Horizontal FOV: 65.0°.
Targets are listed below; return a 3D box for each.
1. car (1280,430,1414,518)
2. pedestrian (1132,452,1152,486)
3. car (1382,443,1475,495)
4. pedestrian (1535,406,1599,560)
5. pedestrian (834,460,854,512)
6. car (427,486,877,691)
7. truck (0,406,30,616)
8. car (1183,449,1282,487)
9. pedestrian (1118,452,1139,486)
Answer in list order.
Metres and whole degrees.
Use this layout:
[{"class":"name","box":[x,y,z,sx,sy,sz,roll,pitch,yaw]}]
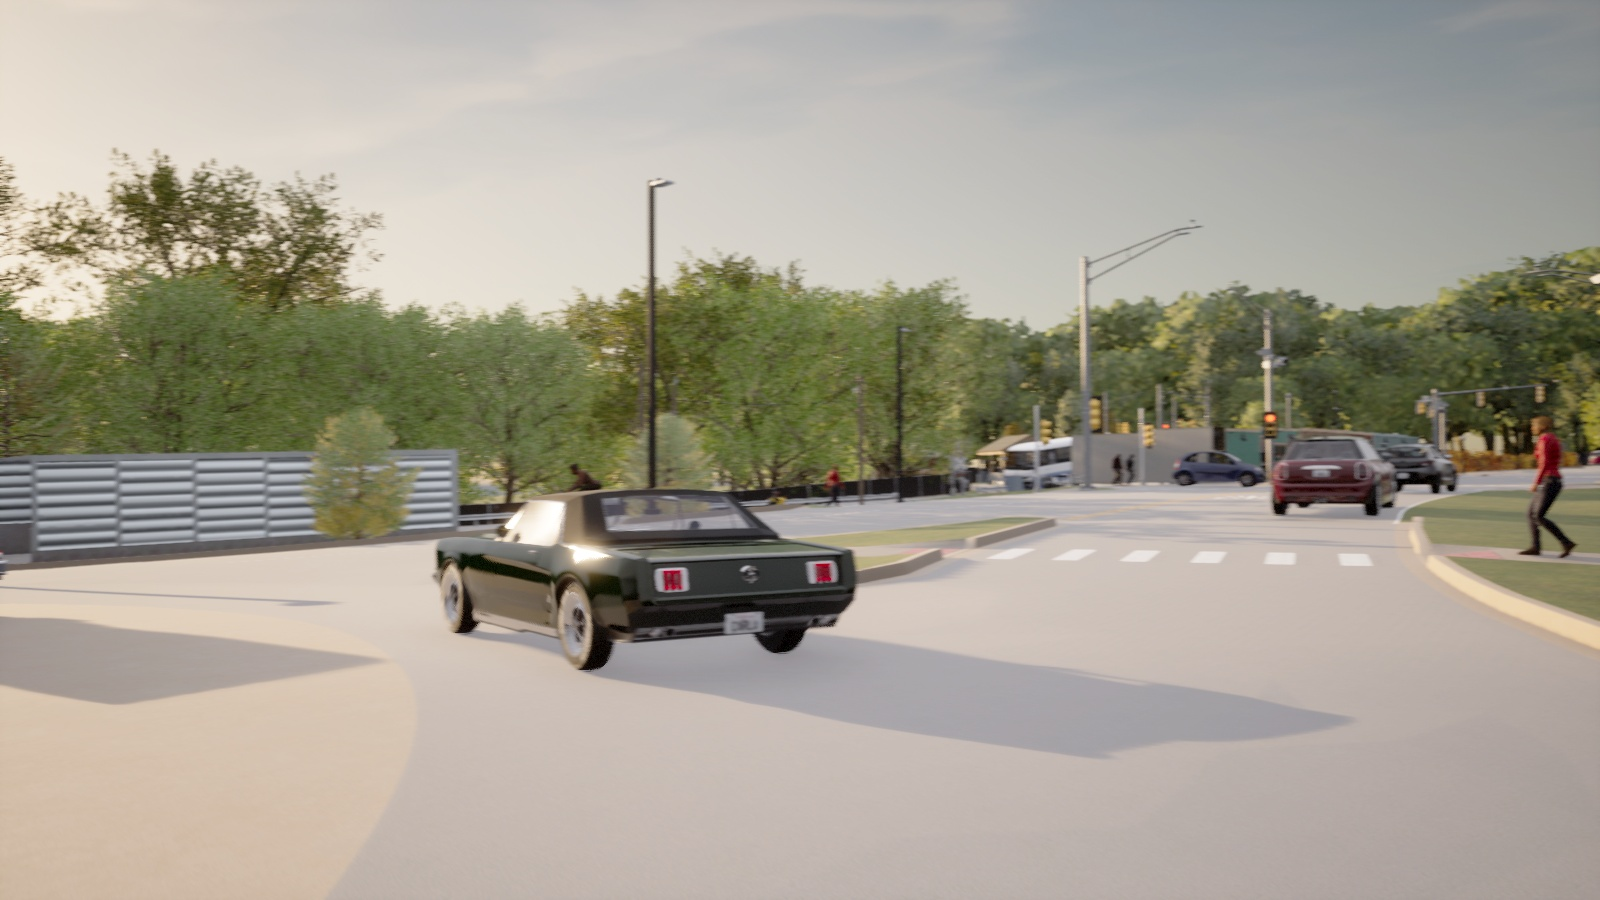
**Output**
[{"class":"car","box":[12.153,0.475,27.729,2.097,1.767,4.553,-1,0,31]},{"class":"pedestrian","box":[18.732,1.042,68.785,0.849,1.883,0.563,-1,-2,42]},{"class":"car","box":[18.870,0.550,37.619,1.816,1.474,4.193,-1,-1,36]},{"class":"pedestrian","box":[9.472,0.405,15.478,0.636,1.846,0.331,-1,-2,38]},{"class":"pedestrian","box":[1.574,1.289,44.736,0.636,1.846,0.331,1,-2,-37]},{"class":"car","box":[-1.513,0.977,10.553,1.895,1.301,4.718,1,-2,-32]},{"class":"truck","box":[-12.013,0.875,15.777,5.204,2.467,2.627,-5,-4,42]},{"class":"car","box":[19.507,0.804,56.607,3.988,1.617,1.851,1,-1,26]},{"class":"pedestrian","box":[17.782,1.020,67.925,0.634,1.844,0.899,1,-2,-42]}]
